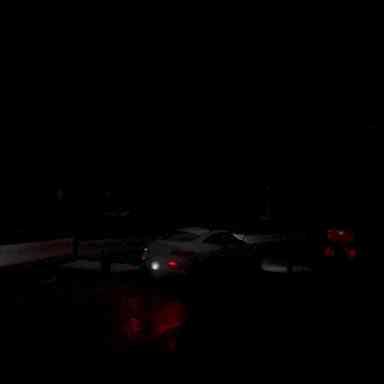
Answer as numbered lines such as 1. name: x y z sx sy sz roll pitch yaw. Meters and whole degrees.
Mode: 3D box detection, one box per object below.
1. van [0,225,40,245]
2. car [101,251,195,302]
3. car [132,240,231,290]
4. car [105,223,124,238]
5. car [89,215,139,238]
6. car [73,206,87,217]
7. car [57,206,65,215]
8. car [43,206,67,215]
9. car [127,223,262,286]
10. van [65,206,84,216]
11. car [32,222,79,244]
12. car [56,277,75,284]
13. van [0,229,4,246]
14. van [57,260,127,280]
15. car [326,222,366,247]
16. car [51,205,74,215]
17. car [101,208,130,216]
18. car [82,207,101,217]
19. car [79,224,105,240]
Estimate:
1. van: -15.822 4.159 28.719 4.442 1.987 1.878 0 0 17
2. car: -2.376 4.509 18.168 4.553 1.767 2.185 2 1 17
3. car: -0.601 4.383 20.584 5.566 2.045 2.435 2 1 17
4. car: -10.306 4.417 35.760 4.792 1.488 2.163 0 0 17
5. car: -8.569 4.137 38.104 5.566 2.045 2.435 0 0 17
6. car: -19.977 4.073 63.883 2.002 1.452 4.674 0 1 19
7. car: -24.649 3.947 67.650 2.097 1.535 5.008 1 1 19
8. car: -29.339 3.901 71.411 2.002 1.452 4.674 0 1 19
9. car: 0.488 1.826 10.291 1.812 1.442 4.674 1 -4 38
10. van: -22.347 3.766 65.649 1.878 1.987 4.442 1 1 19
11. car: -13.890 4.135 31.040 5.566 2.045 2.435 0 0 17
12. car: -6.064 4.633 13.371 4.892 1.521 2.231 2 1 17
13. van: -17.615 4.159 26.365 4.442 1.987 1.878 0 0 17
14. van: -4.121 4.410 15.747 4.442 1.987 1.878 2 1 17
15. car: 11.805 3.106 25.260 2.097 1.767 4.553 1 -4 36
16. car: -27.014 3.779 69.498 2.185 1.767 4.553 0 1 19
17. car: -12.931 3.912 58.224 2.435 2.045 5.566 1 1 19
18. car: -17.568 4.070 62.185 1.946 1.575 5.366 0 1 19
19. car: -12.096 4.136 33.394 5.566 2.045 2.435 0 0 17
